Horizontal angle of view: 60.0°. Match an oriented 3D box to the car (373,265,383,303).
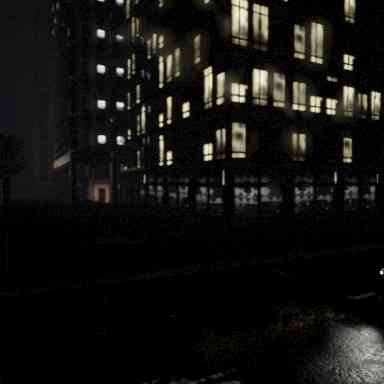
[{"bbox_3d":[5.456,1.399,6.111,4.674,1.442,1.812,0,2,-27],"label":"car"}]
